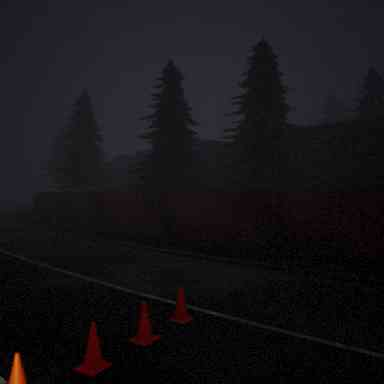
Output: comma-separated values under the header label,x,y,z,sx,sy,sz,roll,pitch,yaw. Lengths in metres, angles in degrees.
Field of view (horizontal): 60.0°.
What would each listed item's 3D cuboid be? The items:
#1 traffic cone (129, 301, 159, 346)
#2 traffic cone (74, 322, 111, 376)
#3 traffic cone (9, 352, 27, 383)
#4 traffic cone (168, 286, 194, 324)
label,x,y,z,sx,sy,sz,roll,pitch,yaw
traffic cone,-0.751,2.007,5.196,0.340,0.580,0.340,-1,-1,33
traffic cone,-1.299,2.002,4.360,0.340,0.580,0.340,-1,-1,33
traffic cone,-1.847,1.997,3.523,0.340,0.580,0.340,-1,-1,33
traffic cone,-0.203,2.012,6.033,0.340,0.580,0.340,-1,-1,33
